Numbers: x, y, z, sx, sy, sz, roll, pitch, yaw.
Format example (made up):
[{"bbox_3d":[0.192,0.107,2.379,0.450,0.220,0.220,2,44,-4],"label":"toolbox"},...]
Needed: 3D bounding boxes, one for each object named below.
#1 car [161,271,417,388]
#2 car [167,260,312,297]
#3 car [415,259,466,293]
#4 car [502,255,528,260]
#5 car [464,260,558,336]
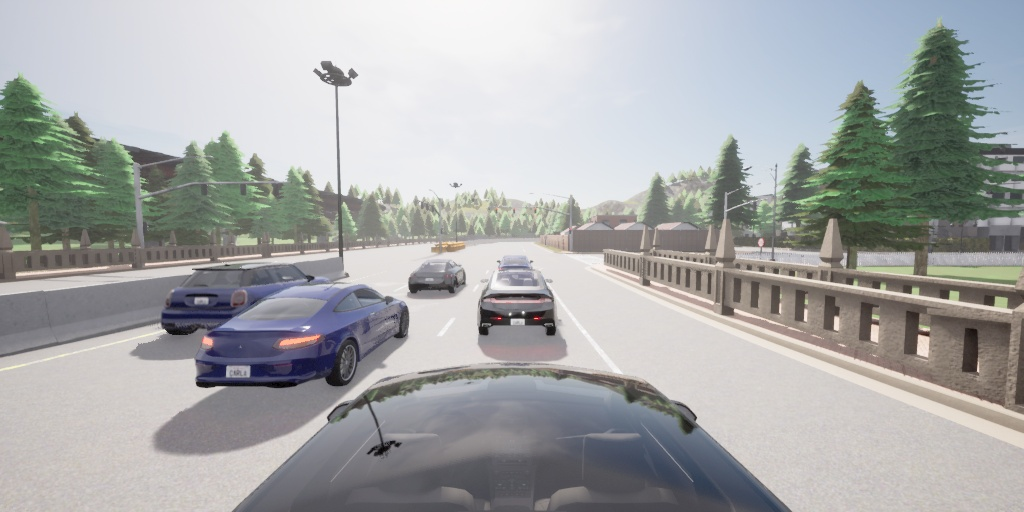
[{"bbox_3d":[-3.379,1.214,6.738,1.812,1.442,4.674,0,1,0],"label":"car"},{"bbox_3d":[-6.867,0.940,10.064,2.097,1.767,4.553,0,2,0],"label":"car"},{"bbox_3d":[-3.346,0.823,16.650,1.994,1.385,4.181,0,3,1],"label":"car"},{"bbox_3d":[0.166,0.657,18.924,1.812,1.442,4.674,0,3,0],"label":"car"},{"bbox_3d":[0.132,1.082,9.924,2.128,1.511,4.902,0,2,0],"label":"car"}]
